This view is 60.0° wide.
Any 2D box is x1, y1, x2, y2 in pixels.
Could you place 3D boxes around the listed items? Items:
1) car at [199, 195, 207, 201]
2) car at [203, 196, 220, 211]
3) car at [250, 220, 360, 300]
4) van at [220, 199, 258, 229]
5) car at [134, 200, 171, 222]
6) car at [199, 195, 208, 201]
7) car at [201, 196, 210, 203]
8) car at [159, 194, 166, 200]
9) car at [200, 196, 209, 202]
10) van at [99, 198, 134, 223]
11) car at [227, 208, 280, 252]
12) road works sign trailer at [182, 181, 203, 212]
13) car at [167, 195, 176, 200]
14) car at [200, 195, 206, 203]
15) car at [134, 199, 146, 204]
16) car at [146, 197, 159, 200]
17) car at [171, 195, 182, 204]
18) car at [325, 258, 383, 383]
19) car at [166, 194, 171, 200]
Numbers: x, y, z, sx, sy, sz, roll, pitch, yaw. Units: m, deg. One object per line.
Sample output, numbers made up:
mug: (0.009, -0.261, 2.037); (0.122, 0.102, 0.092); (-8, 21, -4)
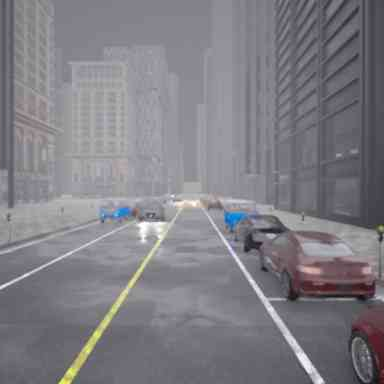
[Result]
car: (2.843, 1.577, 87.065); (2.008, 1.369, 4.403); (0, 0, 0)
car: (2.799, 1.570, 41.939); (1.887, 1.381, 4.507); (0, 0, 0)
car: (2.767, 1.588, 8.095); (1.802, 1.307, 4.206); (0, 0, 0)
van: (2.777, 1.354, 19.377); (1.690, 1.788, 3.998); (0, 0, 0)
car: (-3.073, 1.581, 26.710); (1.994, 1.385, 4.181); (0, 0, 0)
car: (2.838, 1.468, 81.425); (1.967, 1.590, 4.097); (0, 0, 0)
car: (2.827, 1.556, 70.313); (1.752, 1.417, 4.829); (0, 0, 0)
car: (-5.715, 1.470, 53.226); (1.967, 1.590, 4.097); (0, 0, 0)
car: (2.832, 1.581, 75.783); (2.008, 1.369, 4.403); (0, 0, 0)
van: (-5.743, 1.357, 25.023); (1.690, 1.788, 3.998); (0, 0, 0)
car: (2.772, 1.575, 13.736); (1.947, 1.339, 4.313); (0, 0, 0)
road works sign trailer: (0.036, 0.488, 38.678); (2.380, 3.560, 2.880); (0, 0, 0)
car: (-5.677, 1.575, 92.713); (2.008, 1.369, 4.403); (0, 0, 0)
car: (2.810, 1.581, 53.220); (2.008, 1.369, 4.403); (0, 0, 0)
car: (-5.737, 1.564, 30.663); (1.887, 1.381, 4.507); (0, 0, 0)
car: (-5.726, 1.592, 41.945); (1.947, 1.339, 4.313); (0, 0, 0)
car: (-2.938, 1.567, 67.559); (2.033, 1.411, 5.357); (0, 0, 0)
car: (2.762, 1.584, 2.454); (1.802, 1.307, 4.206); (0, 0, 0)
car: (-5.704, 1.597, 64.509); (1.947, 1.339, 4.313); (0, 0, 0)
